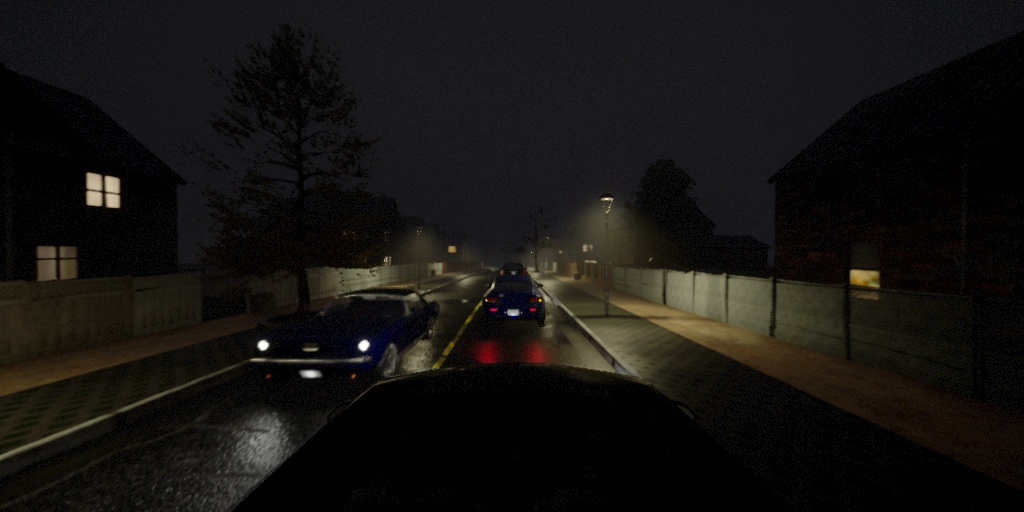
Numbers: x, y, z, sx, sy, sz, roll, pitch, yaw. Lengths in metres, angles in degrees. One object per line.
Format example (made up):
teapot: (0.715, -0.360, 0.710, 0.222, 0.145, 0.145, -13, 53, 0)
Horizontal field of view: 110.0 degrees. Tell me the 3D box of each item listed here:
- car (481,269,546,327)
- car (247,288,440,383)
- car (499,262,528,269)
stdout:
car: (0.052, 1.324, 11.682, 1.812, 1.442, 4.674, 0, 0, 0)
car: (-2.851, 1.377, 7.288, 1.895, 1.301, 4.718, 0, 0, 0)
car: (0.106, 1.256, 27.160, 2.097, 1.767, 4.553, 0, -1, 1)
